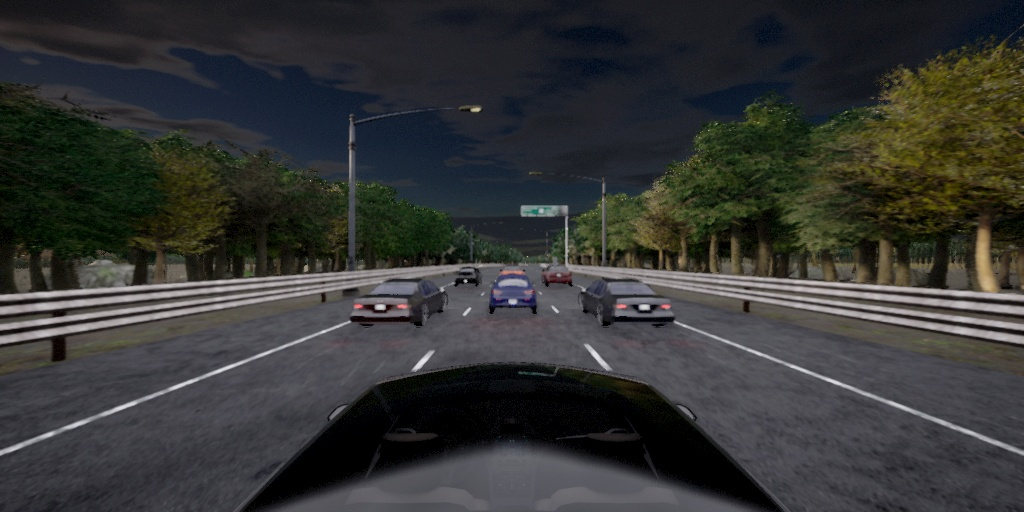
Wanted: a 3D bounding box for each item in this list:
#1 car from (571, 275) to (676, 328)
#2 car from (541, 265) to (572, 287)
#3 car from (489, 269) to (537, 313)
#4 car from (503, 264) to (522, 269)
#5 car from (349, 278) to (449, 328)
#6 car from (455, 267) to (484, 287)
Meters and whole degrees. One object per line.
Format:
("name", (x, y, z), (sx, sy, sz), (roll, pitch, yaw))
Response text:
("car", (3.524, 1.442, 12.008), (2.033, 1.411, 5.357), (0, -1, 1))
("car", (3.552, 1.494, 29.091), (2.097, 1.767, 4.553), (0, -1, 1))
("car", (0.054, 1.461, 14.905), (1.812, 1.442, 4.674), (0, -1, 1))
("car", (0.052, 1.494, 29.097), (2.097, 1.767, 4.553), (0, -1, 1))
("car", (-3.476, 1.442, 12.015), (2.033, 1.411, 5.357), (0, -1, 0))
("car", (-3.447, 1.651, 29.210), (1.837, 1.490, 4.892), (0, 0, 1))
